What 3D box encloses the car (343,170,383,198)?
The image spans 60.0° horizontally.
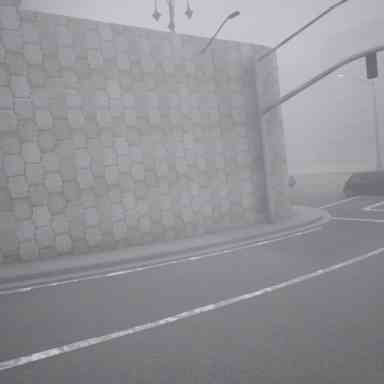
[{"bbox_3d":[12.002,-0.591,20.922,2.097,1.767,4.553,-10,6,-35],"label":"car"}]

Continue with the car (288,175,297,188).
[{"bbox_3d":[7.655,-1.238,33.081,2.150,2.045,5.566,-10,6,-35],"label":"car"}]
